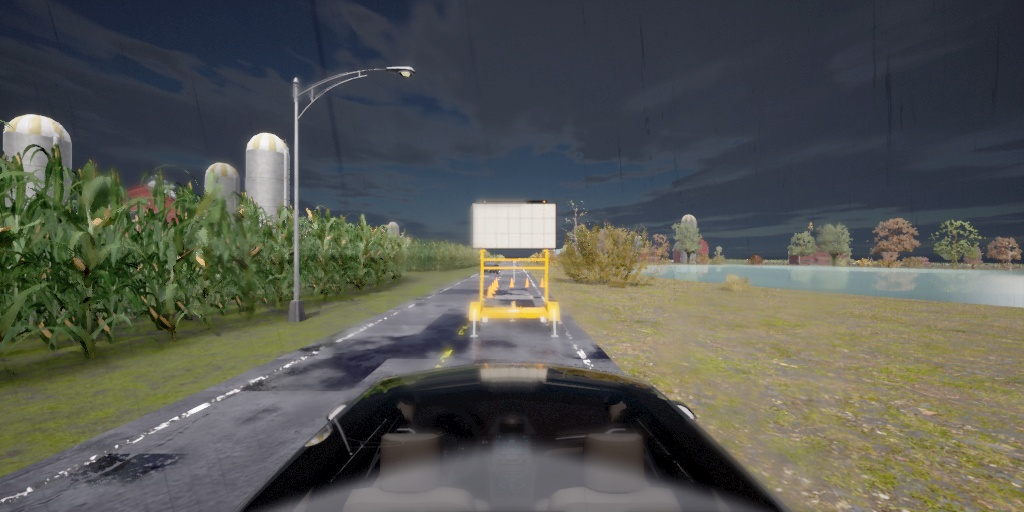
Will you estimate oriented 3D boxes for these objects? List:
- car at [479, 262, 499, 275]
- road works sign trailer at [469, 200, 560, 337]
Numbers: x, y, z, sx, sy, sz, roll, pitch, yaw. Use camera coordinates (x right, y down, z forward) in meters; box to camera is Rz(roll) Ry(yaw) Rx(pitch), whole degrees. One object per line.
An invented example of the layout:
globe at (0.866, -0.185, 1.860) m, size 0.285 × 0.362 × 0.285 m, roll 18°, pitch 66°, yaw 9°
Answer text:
car at (-2.470, 1.353, 39.513) m, size 1.994 × 1.385 × 4.181 m, roll 0°, pitch 0°, yaw 0°
road works sign trailer at (0.069, 0.217, 10.259) m, size 2.380 × 3.560 × 2.880 m, roll 0°, pitch 0°, yaw 0°
